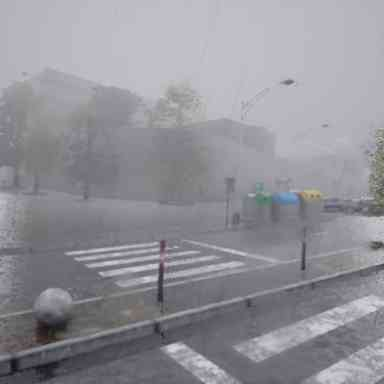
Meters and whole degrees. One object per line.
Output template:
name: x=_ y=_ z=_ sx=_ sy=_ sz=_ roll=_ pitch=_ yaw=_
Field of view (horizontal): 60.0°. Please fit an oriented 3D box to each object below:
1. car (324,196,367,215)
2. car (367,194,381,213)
car: x=12.550 y=1.199 z=29.593 sx=4.792 sy=1.488 sz=2.163 roll=0 pitch=0 yaw=32
car: x=14.879 y=1.150 z=31.430 sx=4.892 sy=1.521 sz=2.231 roll=0 pitch=0 yaw=31
